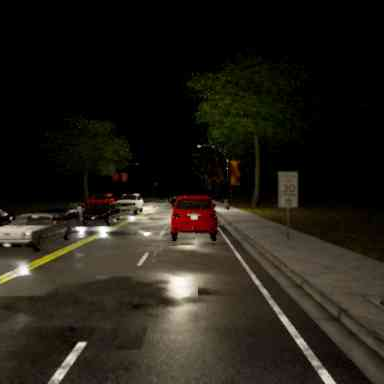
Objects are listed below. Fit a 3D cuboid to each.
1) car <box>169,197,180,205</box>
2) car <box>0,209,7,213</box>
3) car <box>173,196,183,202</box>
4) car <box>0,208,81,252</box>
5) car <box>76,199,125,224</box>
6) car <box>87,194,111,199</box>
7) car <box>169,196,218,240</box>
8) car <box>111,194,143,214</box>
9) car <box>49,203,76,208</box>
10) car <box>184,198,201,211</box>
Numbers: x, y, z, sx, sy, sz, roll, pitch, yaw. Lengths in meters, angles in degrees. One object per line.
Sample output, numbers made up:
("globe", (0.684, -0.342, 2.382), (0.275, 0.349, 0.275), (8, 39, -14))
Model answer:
("car", (-3.160, 1.592, 60.931), (1.895, 1.301, 4.718), (0, 0, 0))
("car", (-9.838, 1.481, 15.040), (2.128, 1.511, 4.902), (0, 0, 0))
("car", (-3.261, 1.549, 77.222), (1.994, 1.385, 4.181), (0, 0, 0))
("car", (-6.592, 1.591, 14.091), (1.895, 1.301, 4.718), (0, 0, 0))
("car", (-6.541, 1.493, 24.419), (1.837, 1.490, 4.892), (0, 0, 0))
("car", (-9.755, 1.209, 35.563), (2.150, 2.045, 5.566), (0, 0, 0))
("car", (0.098, 1.211, 17.156), (2.150, 2.045, 5.566), (0, 0, 0))
("car", (-6.525, 1.210, 35.094), (2.150, 2.045, 5.566), (0, 0, 0))
("car", (-9.777, 1.535, 25.218), (2.033, 1.411, 5.357), (0, 0, 0))
("car", (0.094, 1.537, 42.375), (2.033, 1.411, 5.357), (0, 0, 0))
